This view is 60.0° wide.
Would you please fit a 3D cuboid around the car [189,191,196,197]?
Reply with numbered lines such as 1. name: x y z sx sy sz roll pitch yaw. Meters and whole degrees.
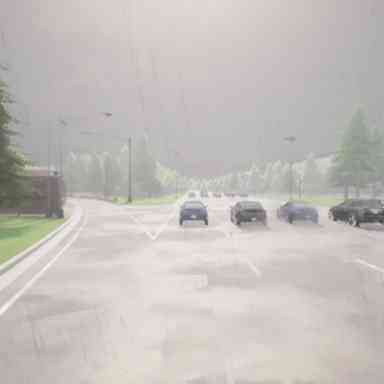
1. car: 0.020 0.790 90.324 2.128 1.511 4.902 0 0 0

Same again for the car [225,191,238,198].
1. car: 10.520 0.765 90.322 1.837 1.490 4.892 0 0 0

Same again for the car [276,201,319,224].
1. car: 7.105 1.341 22.719 1.812 1.442 4.674 0 0 0

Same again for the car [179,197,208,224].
1. car: 0.106 1.341 22.751 1.812 1.442 4.674 0 0 0

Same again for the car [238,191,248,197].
1. car: 14.020 0.743 90.321 1.882 1.535 5.008 0 0 0

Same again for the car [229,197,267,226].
1. car: 3.605 1.328 21.745 1.837 1.490 4.892 0 0 0

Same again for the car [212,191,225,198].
1. car: 7.020 0.790 90.323 2.128 1.511 4.902 0 0 0

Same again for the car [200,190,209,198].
1. car: 3.520 0.818 90.323 1.994 1.385 4.181 0 0 0

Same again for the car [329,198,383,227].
1. car: 10.604 1.178 21.368 2.097 1.767 4.553 0 0 0
